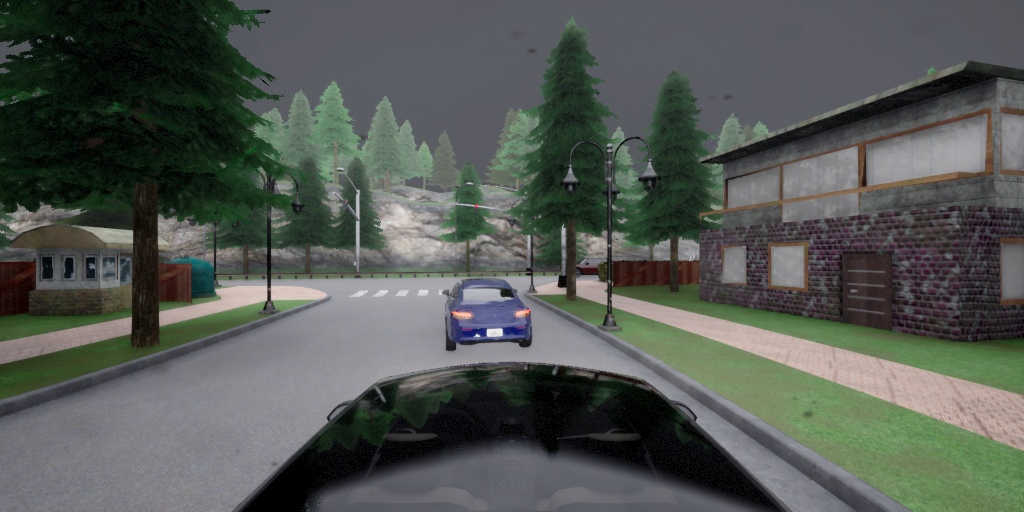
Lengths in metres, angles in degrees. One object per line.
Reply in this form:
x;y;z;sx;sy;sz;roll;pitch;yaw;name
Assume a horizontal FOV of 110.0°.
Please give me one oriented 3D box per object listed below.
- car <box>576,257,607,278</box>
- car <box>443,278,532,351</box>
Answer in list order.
6.635;0.945;31.479;4.553;1.767;2.097;0;0;-12;car
-0.748;1.276;9.001;1.812;1.442;4.674;0;0;-11;car
